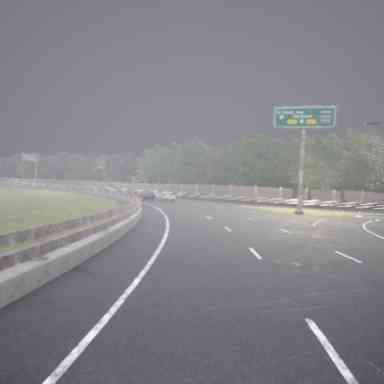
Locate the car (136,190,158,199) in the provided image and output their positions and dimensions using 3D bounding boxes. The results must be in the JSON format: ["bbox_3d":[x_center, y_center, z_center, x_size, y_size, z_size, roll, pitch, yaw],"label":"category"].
[{"bbox_3d":[-8.499,0.498,62.729,2.033,1.411,5.357,3,1,-31],"label":"car"}]

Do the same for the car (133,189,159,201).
[{"bbox_3d":[-7.341,0.613,52.155,1.837,1.490,4.892,3,1,-25],"label":"car"}]

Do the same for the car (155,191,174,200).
[{"bbox_3d":[-5.426,0.608,64.402,1.812,1.442,4.674,3,1,-31],"label":"car"}]

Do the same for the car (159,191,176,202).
[{"bbox_3d":[-4.347,0.840,54.010,1.895,1.301,4.718,3,1,-25],"label":"car"}]

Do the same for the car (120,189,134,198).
[{"bbox_3d":[-11.545,0.165,61.029,2.097,1.767,4.553,3,1,-31],"label":"car"}]
